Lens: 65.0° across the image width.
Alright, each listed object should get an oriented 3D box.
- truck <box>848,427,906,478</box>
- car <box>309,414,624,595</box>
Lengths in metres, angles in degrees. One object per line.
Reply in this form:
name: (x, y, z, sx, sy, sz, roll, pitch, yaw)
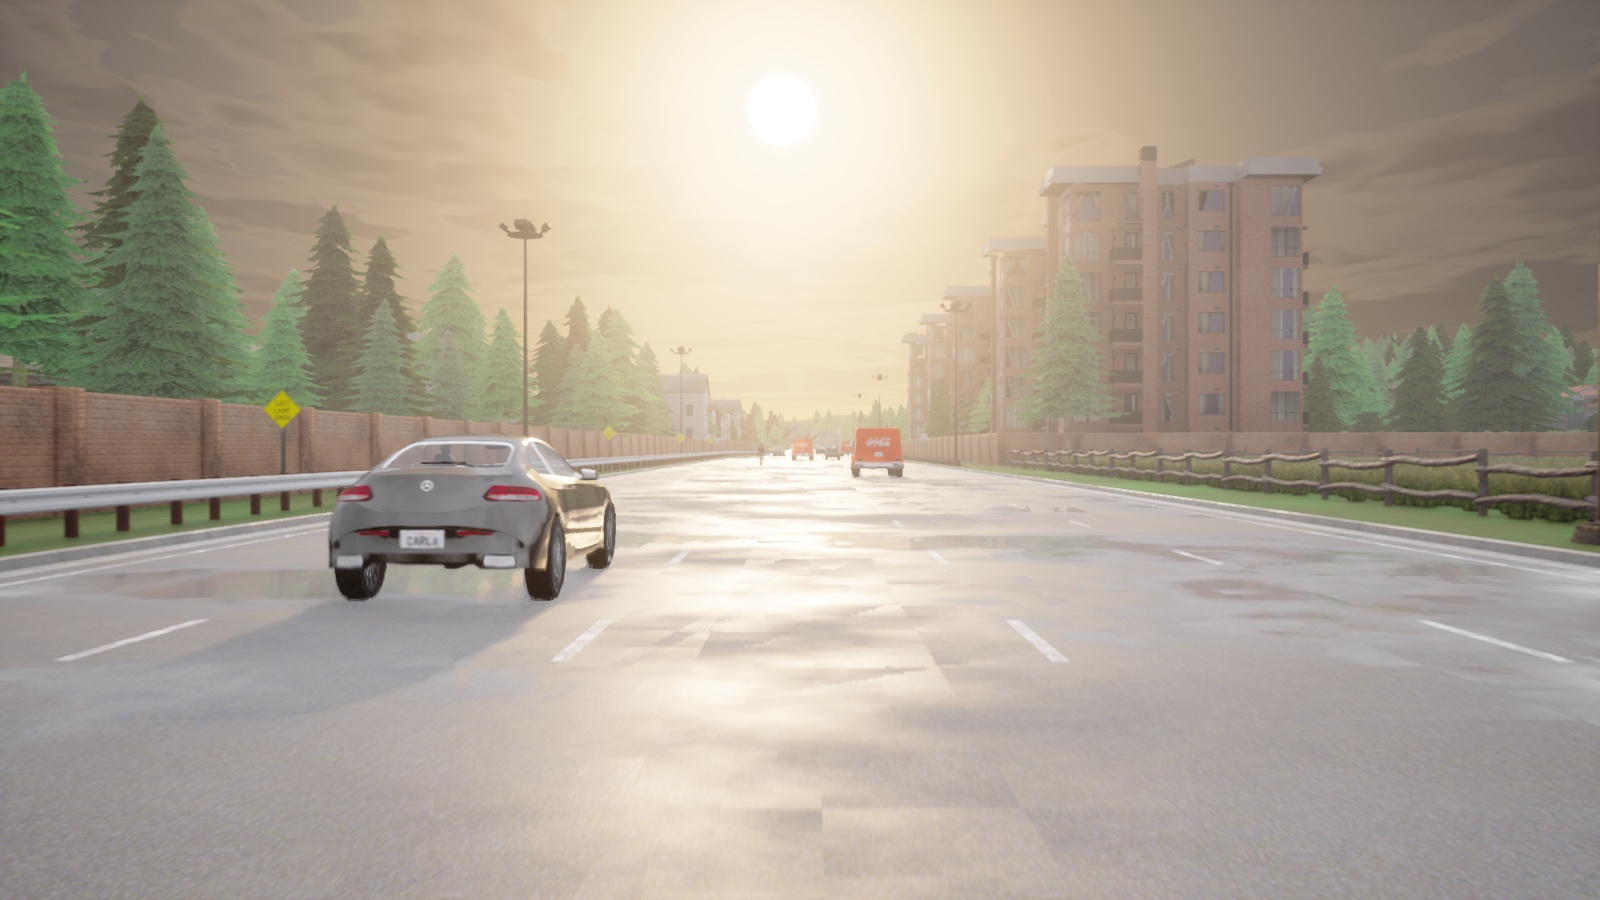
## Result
truck: (3.822, 0.122, 63.621, 2.627, 2.467, 5.204, 0, 0, 0)
car: (-3.404, 0.492, 13.992, 2.152, 1.651, 5.027, 0, 0, 0)
